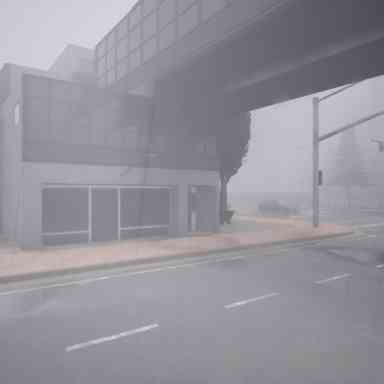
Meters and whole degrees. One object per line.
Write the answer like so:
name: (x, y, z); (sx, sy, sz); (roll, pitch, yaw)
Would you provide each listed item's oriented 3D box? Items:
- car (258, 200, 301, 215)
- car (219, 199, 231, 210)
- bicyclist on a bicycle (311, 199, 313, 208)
car: (8.765, 1.526, 33.745); (1.812, 1.442, 4.674); (0, 0, -36)
car: (2.834, 1.478, 41.994); (1.882, 1.535, 5.008); (0, 0, -36)
bicyclist on a bicycle: (15.798, 1.301, 42.775); (1.656, 1.620, 0.582); (0, 0, -36)
